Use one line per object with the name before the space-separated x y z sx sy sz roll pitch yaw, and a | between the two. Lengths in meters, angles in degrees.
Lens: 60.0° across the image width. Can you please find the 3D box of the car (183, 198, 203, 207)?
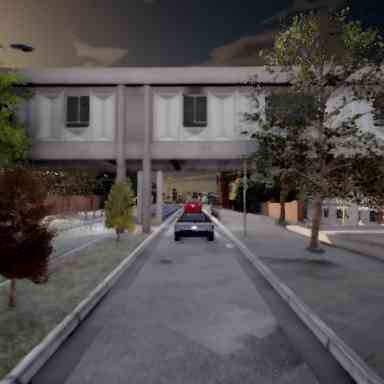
car | 0.116 1.809 41.267 2.150 2.045 5.566 0 -1 0

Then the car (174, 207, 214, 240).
car | 0.108 1.688 17.800 1.994 1.385 4.181 0 -1 0
